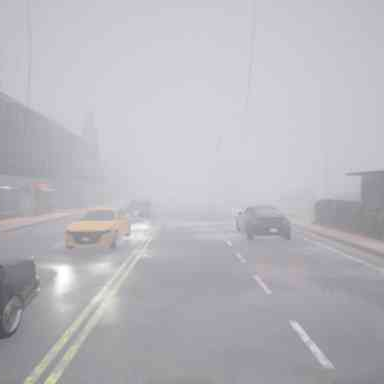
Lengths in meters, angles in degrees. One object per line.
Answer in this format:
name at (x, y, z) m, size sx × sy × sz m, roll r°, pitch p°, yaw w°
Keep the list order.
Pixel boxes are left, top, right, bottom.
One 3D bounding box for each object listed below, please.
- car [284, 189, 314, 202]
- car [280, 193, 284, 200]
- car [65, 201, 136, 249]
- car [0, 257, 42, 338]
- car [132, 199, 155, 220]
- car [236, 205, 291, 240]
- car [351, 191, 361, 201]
car at (16.865, 0.516, 51.324) m, size 3.866 × 1.878 × 1.905 m, roll -1°, pitch 1°, yaw -3°
car at (16.791, 0.488, 54.218) m, size 4.605 × 1.855 × 1.932 m, roll -1°, pitch 1°, yaw -3°
car at (-3.831, 1.387, 14.310) m, size 1.882 × 1.535 × 5.008 m, roll -1°, pitch 1°, yaw -1°
car at (-3.638, 1.550, 3.812) m, size 2.033 × 1.411 × 5.357 m, roll -1°, pitch 1°, yaw -1°
car at (-4.032, 1.291, 26.181) m, size 2.128 × 1.511 × 4.902 m, roll -1°, pitch 1°, yaw -1°
car at (3.241, 1.349, 15.674) m, size 1.812 × 1.442 × 4.674 m, roll -1°, pitch 0°, yaw -1°
car at (17.770, 0.684, 31.722) m, size 3.866 × 1.878 × 1.905 m, roll -1°, pitch 1°, yaw -3°
